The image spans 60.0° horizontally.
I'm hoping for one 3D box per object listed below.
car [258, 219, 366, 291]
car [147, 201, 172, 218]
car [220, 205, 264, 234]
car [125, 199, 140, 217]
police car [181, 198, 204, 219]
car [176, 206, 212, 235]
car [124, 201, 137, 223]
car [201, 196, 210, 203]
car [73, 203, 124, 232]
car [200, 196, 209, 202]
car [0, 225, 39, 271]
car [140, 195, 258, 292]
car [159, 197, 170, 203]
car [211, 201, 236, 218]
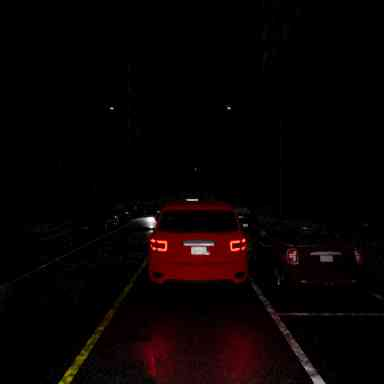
[{"bbox_3d":[2.858,1.439,8.998,1.967,1.590,4.097,0,0,0],"label":"car"},{"bbox_3d":[-2.995,1.567,31.342,1.994,1.385,4.181,0,0,0],"label":"car"},{"bbox_3d":[2.863,1.551,20.001,2.008,1.369,4.403,0,0,0],"label":"car"},{"bbox_3d":[-5.657,1.442,31.008,1.967,1.590,4.097,0,0,0],"label":"car"},{"bbox_3d":[0.014,1.427,30.116,1.930,1.638,5.238,0,0,0],"label":"police car"},{"bbox_3d":[0.108,1.601,19.852,1.895,1.301,4.718,0,0,0],"label":"car"},{"bbox_3d":[-5.660,1.583,25.506,1.802,1.307,4.206,0,0,0],"label":"car"},{"bbox_3d":[2.933,1.576,73.673,1.752,1.417,4.829,0,0,0],"label":"car"},{"bbox_3d":[-5.662,1.566,20.005,1.947,1.339,4.313,0,0,0],"label":"car"},{"bbox_3d":[2.946,1.612,78.911,2.008,1.369,4.403,0,0,0],"label":"car"},{"bbox_3d":[-5.667,1.581,9.002,1.802,1.307,4.206,0,0,0],"label":"car"},{"bbox_3d":[0.108,1.221,9.082,2.150,2.045,5.566,0,0,-1],"label":"car"},{"bbox_3d":[-5.604,1.622,68.111,1.802,1.307,4.206,0,0,0],"label":"car"},{"bbox_3d":[2.869,1.568,31.003,1.947,1.339,4.313,0,0,0],"label":"car"}]
